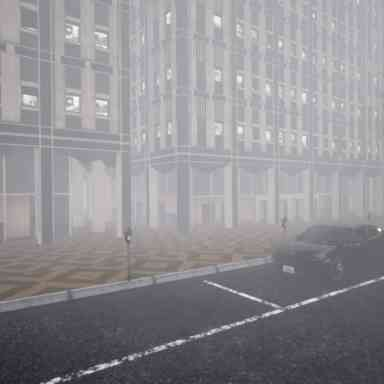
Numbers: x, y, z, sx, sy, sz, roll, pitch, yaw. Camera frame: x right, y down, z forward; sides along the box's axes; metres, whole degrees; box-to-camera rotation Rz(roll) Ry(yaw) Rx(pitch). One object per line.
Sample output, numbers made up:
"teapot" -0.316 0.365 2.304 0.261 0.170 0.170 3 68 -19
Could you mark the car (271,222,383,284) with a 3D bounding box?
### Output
"car" 4.181 1.564 9.579 4.313 1.339 1.947 0 -1 -36
